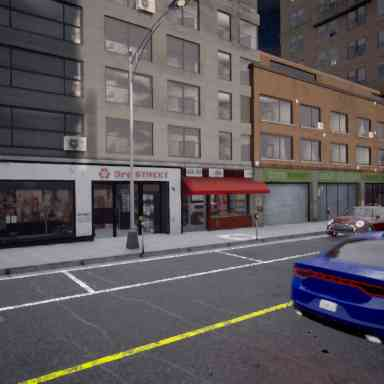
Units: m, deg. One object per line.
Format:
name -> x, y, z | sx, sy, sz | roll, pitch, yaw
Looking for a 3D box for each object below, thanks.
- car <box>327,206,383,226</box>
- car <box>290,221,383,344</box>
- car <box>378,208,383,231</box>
car -> 8.456, 1.435, 16.440 | 4.097, 1.590, 1.967 | 0, -1, -35
car -> 3.943, 1.476, 6.127 | 5.008, 1.535, 1.882 | 1, 0, -35
car -> 13.005, 1.575, 19.682 | 4.206, 1.307, 1.802 | 0, -1, -35
